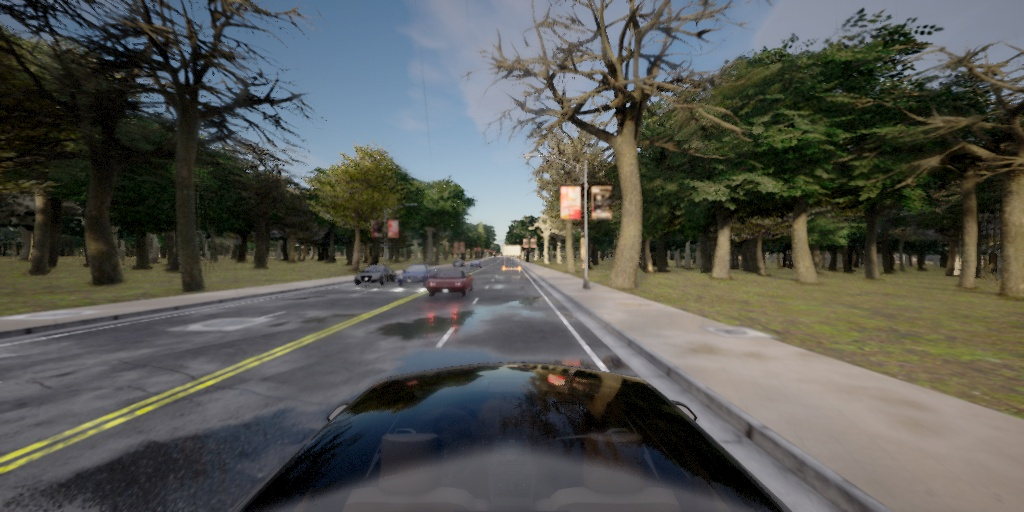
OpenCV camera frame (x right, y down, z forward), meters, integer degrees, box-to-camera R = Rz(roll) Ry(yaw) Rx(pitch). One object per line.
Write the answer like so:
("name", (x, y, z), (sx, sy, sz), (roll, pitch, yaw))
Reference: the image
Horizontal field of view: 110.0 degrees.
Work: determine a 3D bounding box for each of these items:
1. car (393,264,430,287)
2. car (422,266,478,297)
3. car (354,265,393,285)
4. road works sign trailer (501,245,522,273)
("car", (-6.606, 1.319, 25.404), (1.812, 1.442, 4.674), (0, 0, 0))
("car", (-3.154, 1.375, 19.226), (1.895, 1.301, 4.718), (0, 0, 0))
("car", (-9.856, 1.360, 26.241), (1.994, 1.385, 4.181), (0, 0, 0))
("road works sign trailer", (-0.043, 0.325, 46.215), (2.380, 3.560, 2.880), (0, 0, 0))
